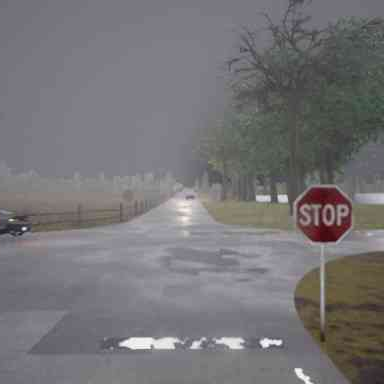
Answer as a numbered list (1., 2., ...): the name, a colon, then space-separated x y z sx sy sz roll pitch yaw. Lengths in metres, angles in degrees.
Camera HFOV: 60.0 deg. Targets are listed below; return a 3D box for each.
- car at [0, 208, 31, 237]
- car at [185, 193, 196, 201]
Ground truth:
1. car: -10.423 1.530 16.354 4.892 1.490 1.837 -1 -3 10
2. car: -0.334 1.055 71.532 1.837 1.490 4.892 0 1 0
